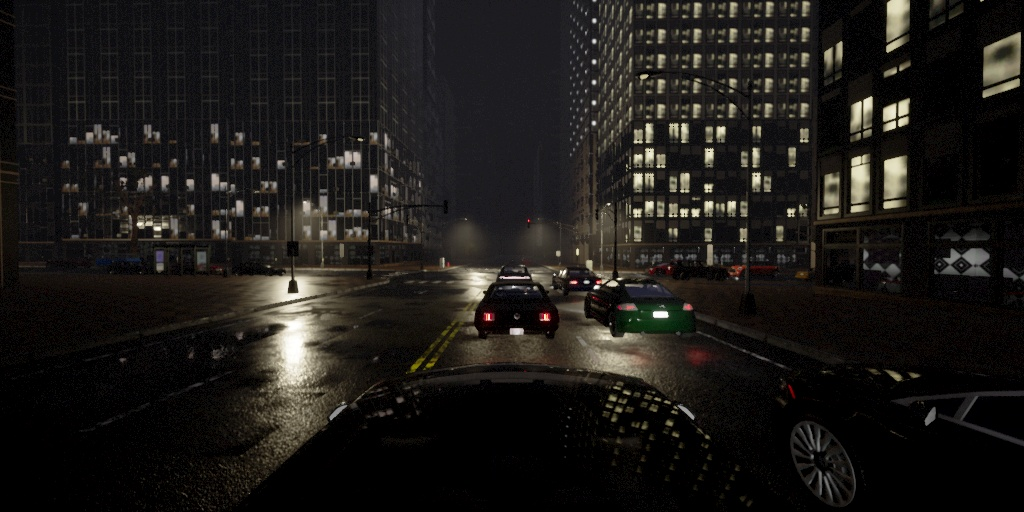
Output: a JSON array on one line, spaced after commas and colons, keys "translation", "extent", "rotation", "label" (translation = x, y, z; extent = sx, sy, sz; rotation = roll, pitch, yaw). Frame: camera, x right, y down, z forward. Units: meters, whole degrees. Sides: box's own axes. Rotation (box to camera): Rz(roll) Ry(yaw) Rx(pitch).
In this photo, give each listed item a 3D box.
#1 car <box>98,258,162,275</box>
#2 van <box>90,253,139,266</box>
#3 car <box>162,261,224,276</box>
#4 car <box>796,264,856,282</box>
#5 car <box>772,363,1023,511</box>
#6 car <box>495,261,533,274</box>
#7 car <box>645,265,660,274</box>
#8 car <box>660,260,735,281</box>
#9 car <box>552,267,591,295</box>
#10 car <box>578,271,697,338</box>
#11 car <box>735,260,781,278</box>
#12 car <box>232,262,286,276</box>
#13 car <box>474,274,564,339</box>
[{"translation": [-34.054, 1.061, 32.477], "extent": [4.313, 1.339, 1.948], "rotation": [0, 0, 1], "label": "car"}, {"translation": [-45.232, 0.595, 41.154], "extent": [3.998, 1.789, 1.690], "rotation": [0, 0, 1], "label": "van"}, {"translation": [-28.373, 1.130, 32.295], "extent": [4.207, 1.307, 1.802], "rotation": [0, 0, 1], "label": "car"}, {"translation": [27.683, 1.570, 31.354], "extent": [4.829, 1.417, 1.751], "rotation": [0, 0, 1], "label": "car"}, {"translation": [3.340, 1.242, 1.375], "extent": [2.128, 1.511, 4.902], "rotation": [0, 0, 0], "label": "car"}, {"translation": [0.123, 1.228, 19.235], "extent": [2.128, 1.511, 4.902], "rotation": [0, 0, 0], "label": "car"}, {"translation": [16.060, 1.413, 37.347], "extent": [4.181, 1.385, 1.994], "rotation": [1, 1, 1], "label": "car"}, {"translation": [16.235, 1.261, 31.568], "extent": [5.009, 1.841, 2.192], "rotation": [0, 0, 1], "label": "car"}, {"translation": [3.409, 1.284, 19.434], "extent": [2.033, 1.411, 5.357], "rotation": [0, 0, -3], "label": "car"}, {"translation": [3.369, 1.308, 10.205], "extent": [1.994, 1.385, 4.181], "rotation": [0, 0, -1], "label": "car"}, {"translation": [25.039, 1.280, 37.177], "extent": [4.553, 1.767, 2.097], "rotation": [1, 1, 1], "label": "car"}, {"translation": [-22.689, 1.166, 32.153], "extent": [4.313, 1.339, 1.948], "rotation": [0, 0, 1], "label": "car"}, {"translation": [0.110, 1.345, 9.979], "extent": [1.895, 1.301, 4.718], "rotation": [0, 0, 0], "label": "car"}]
